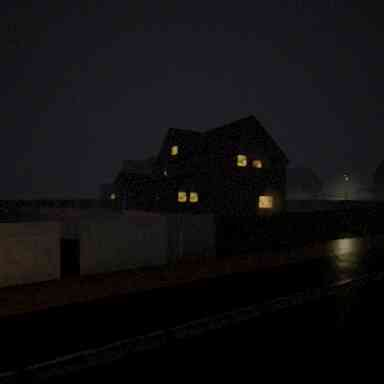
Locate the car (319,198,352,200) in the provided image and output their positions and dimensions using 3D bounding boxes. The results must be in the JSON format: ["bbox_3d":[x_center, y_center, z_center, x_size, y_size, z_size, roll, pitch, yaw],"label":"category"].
[{"bbox_3d":[14.327,1.590,31.595,2.150,2.045,5.566,3,-2,-28],"label":"car"}]
